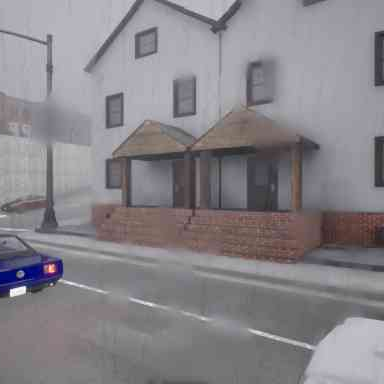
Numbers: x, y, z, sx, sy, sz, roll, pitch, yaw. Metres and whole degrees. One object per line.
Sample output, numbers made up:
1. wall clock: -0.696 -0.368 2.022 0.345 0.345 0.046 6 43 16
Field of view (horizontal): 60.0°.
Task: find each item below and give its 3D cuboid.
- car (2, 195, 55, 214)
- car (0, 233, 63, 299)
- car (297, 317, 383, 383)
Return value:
1. car: -14.331 0.973 29.257 1.994 1.385 4.181 0 7 35
2. car: -5.096 1.601 7.616 4.718 1.301 1.895 0 0 36
3. car: 3.015 1.601 1.829 4.718 1.301 1.895 0 0 36
